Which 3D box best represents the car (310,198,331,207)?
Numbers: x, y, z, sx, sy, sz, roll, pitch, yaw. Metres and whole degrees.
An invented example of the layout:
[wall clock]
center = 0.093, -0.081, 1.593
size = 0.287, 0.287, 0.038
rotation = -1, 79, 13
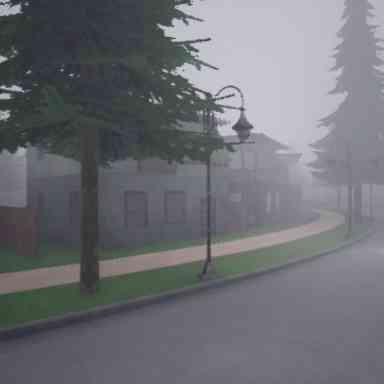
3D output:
[car]
center = 22.125, 1.792, 57.368
size = 1.882, 1.535, 5.008
rotation = 0, 0, -6
